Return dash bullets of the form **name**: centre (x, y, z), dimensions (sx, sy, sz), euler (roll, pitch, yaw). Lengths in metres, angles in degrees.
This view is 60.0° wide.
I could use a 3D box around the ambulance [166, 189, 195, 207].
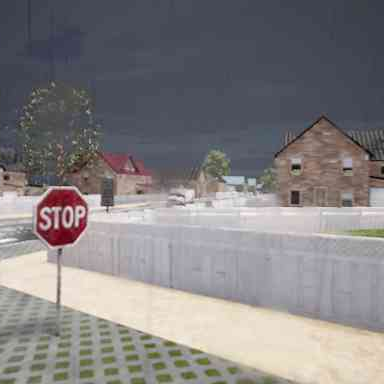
- **ambulance**: centre (-1.568, 0.825, 46.927), dimensions (2.351, 2.431, 6.366), euler (2, 1, 18)
